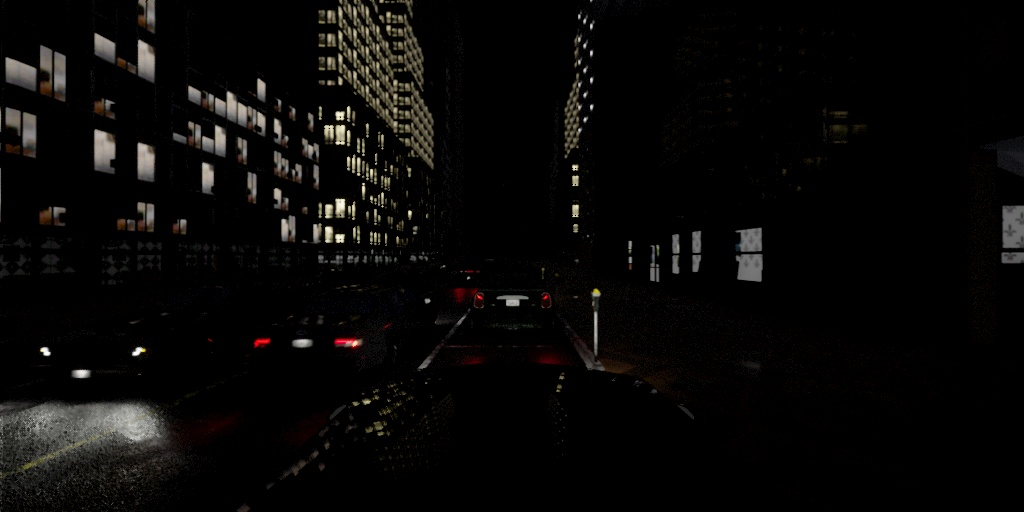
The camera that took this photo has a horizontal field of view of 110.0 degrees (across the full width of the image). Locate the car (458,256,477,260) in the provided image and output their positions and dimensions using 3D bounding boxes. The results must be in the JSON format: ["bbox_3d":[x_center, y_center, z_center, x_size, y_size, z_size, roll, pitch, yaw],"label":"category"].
[{"bbox_3d":[-5.837,1.048,50.657,2.150,2.045,5.566,0,0,0],"label":"car"}]

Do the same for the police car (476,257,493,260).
[{"bbox_3d":[-2.875,1.192,44.328,1.930,1.638,5.238,0,0,0],"label":"police car"}]

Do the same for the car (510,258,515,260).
[{"bbox_3d":[-0.173,1.328,46.088,1.948,1.339,4.313,0,0,0],"label":"car"}]

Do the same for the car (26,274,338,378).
[{"bbox_3d":[-6.199,1.312,7.829,2.033,1.411,5.357,0,0,0],"label":"car"}]

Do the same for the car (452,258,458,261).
[{"bbox_3d":[-8.519,1.322,51.844,1.888,1.381,4.507,0,0,0],"label":"car"}]

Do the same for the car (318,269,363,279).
[{"bbox_3d":[-8.728,1.339,17.691,1.948,1.339,4.313,0,0,0],"label":"car"}]

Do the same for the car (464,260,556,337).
[{"bbox_3d":[0.030,1.108,10.457,2.097,1.767,4.553,0,0,0],"label":"car"}]

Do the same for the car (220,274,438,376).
[{"bbox_3d":[-3.001,1.306,7.668,2.033,1.411,5.357,0,0,0],"label":"car"}]

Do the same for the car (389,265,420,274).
[{"bbox_3d":[-8.658,1.358,29.074,1.802,1.307,4.207,0,0,0],"label":"car"}]

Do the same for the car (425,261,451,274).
[{"bbox_3d":[-8.588,1.328,40.460,2.007,1.370,4.403,0,0,0],"label":"car"}]

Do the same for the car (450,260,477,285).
[{"bbox_3d":[-2.885,1.257,26.379,2.128,1.511,4.902,0,0,0],"label":"car"}]
